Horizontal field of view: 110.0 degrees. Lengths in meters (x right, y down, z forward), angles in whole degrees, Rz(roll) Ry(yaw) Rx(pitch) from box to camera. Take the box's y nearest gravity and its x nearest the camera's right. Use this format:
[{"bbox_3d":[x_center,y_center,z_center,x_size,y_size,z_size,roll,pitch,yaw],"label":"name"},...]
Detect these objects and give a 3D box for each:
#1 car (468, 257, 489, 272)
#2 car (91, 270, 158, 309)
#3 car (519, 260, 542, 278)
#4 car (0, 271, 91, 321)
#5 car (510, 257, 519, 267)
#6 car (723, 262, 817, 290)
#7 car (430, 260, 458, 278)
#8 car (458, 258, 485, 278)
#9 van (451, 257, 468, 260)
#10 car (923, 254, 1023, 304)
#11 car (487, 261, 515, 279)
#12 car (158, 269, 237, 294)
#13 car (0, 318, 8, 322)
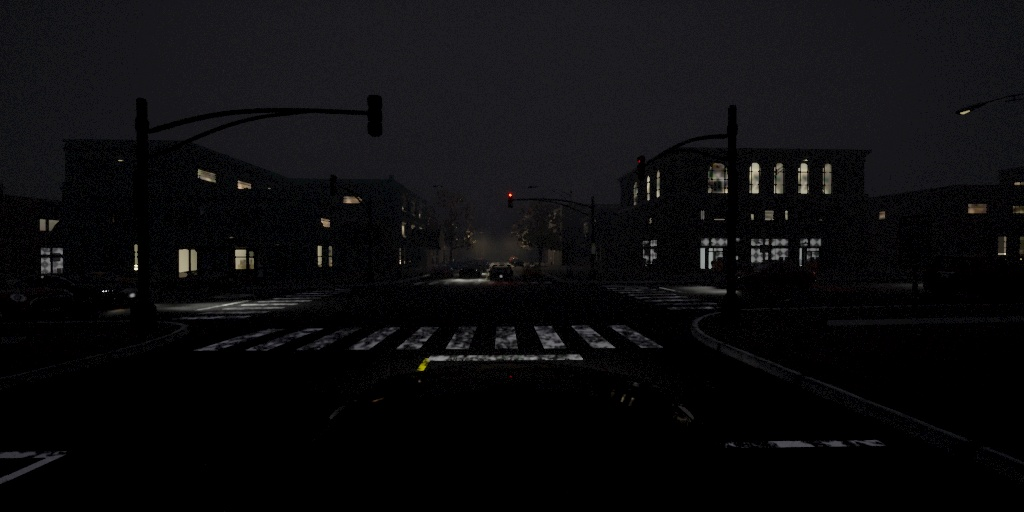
[{"bbox_3d":[-4.190,1.219,44.480,1.882,1.535,5.008,0,0,-1],"label":"car"},{"bbox_3d":[-18.778,1.455,15.303,4.902,1.511,2.128,-1,1,-3],"label":"car"},{"bbox_3d":[1.874,1.269,33.999,1.751,1.417,4.829,0,0,-1],"label":"car"},{"bbox_3d":[-18.349,1.422,12.769,4.097,1.591,1.967,0,0,-3],"label":"car"},{"bbox_3d":[1.164,1.288,61.552,2.007,1.370,4.403,0,0,-1],"label":"car"},{"bbox_3d":[14.301,1.063,19.952,4.674,1.442,1.812,-1,1,-2],"label":"car"},{"bbox_3d":[-6.499,1.326,33.614,1.802,1.307,4.207,0,0,-1],"label":"car"},{"bbox_3d":[-3.928,1.221,34.440,1.882,1.535,5.008,0,0,-2],"label":"car"},{"bbox_3d":[-6.785,1.082,44.702,1.690,1.789,3.998,0,0,-1],"label":"van"},{"bbox_3d":[19.639,0.842,14.395,5.009,1.841,2.192,0,0,-3],"label":"car"},{"bbox_3d":[-0.879,1.346,31.698,1.895,1.301,4.718,0,0,0],"label":"car"},{"bbox_3d":[-18.683,1.474,21.109,4.313,1.339,1.948,0,0,-2],"label":"car"},{"bbox_3d":[-5.661,1.295,1.105,1.888,1.381,4.507,0,0,-1],"label":"car"}]
